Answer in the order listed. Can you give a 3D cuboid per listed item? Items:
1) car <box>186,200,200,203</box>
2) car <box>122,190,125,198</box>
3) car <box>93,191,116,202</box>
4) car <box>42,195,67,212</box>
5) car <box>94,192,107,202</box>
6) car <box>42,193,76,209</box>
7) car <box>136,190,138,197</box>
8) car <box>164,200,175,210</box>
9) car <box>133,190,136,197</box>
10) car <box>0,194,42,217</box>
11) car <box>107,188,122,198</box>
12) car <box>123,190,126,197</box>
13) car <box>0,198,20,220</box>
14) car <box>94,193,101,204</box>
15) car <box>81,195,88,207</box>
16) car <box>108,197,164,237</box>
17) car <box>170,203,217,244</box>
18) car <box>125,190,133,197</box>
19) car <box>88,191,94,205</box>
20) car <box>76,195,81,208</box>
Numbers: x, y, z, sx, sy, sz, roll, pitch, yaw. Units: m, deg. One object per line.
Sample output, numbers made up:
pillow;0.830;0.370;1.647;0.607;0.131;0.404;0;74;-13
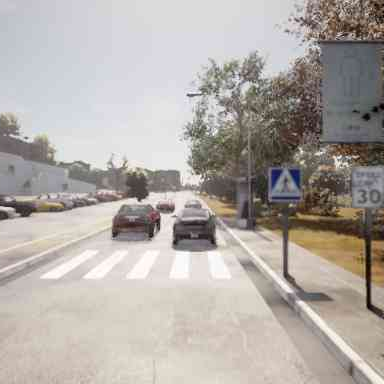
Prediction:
car;0.098;1.505;34.109;2.033;1.411;5.357;0;0;0
car;-16.645;1.024;65.910;5.366;1.575;1.946;-1;1;-20
car;-16.796;1.151;59.856;4.792;1.488;2.163;-1;1;-20
car;-16.663;1.431;35.889;5.366;1.575;1.946;-1;0;-20
car;-16.818;1.219;53.839;5.008;1.535;2.097;-1;1;-20
car;-16.862;1.161;38.814;5.566;2.045;2.435;-1;1;-20
car;-16.843;0.688;83.837;4.553;1.767;2.185;-1;0;-20
car;-2.910;1.531;37.843;1.895;1.301;4.718;0;1;0
car;-16.782;0.717;80.851;4.553;1.767;2.185;-1;1;-20
car;-16.815;1.222;29.834;5.566;2.045;2.435;-1;0;-20
car;-16.800;0.824;62.855;5.566;2.045;2.435;-1;1;-20
car;-16.990;0.989;68.776;5.366;1.575;1.946;-1;1;-20
car;-16.844;1.520;26.815;4.674;1.452;2.002;-1;0;-20
car;-16.829;1.305;50.840;4.674;1.452;2.002;-1;1;-20
car;-16.832;1.391;44.841;4.674;1.452;2.002;-1;0;-20
car;-2.902;1.352;18.236;2.097;1.767;4.553;0;0;0
car;0.100;1.505;15.782;1.837;1.490;4.892;0;0;0
car;-16.841;0.660;74.823;5.566;2.045;2.435;-1;1;-20
car;-16.860;1.183;47.827;4.553;1.767;2.185;-1;1;-20
car;-16.857;1.411;41.816;4.792;1.488;2.163;-1;1;-20
